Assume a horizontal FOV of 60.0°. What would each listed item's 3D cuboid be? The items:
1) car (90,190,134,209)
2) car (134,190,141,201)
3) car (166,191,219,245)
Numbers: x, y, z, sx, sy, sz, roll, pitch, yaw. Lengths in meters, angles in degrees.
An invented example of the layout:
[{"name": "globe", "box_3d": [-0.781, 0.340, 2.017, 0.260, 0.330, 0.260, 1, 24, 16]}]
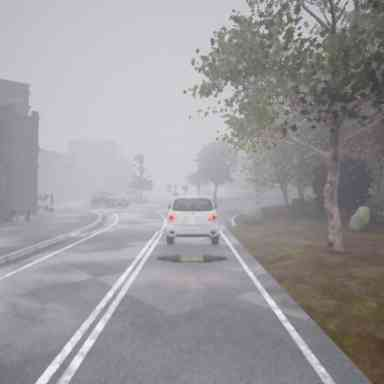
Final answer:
[{"name": "car", "box_3d": [-9.669, 0.829, 38.655, 5.566, 2.045, 2.150, 2, 1, 40]}, {"name": "car", "box_3d": [-11.296, 0.686, 57.487, 2.150, 2.045, 5.566, -1, -1, 42]}, {"name": "car", "box_3d": [0.037, 1.148, 15.390, 2.150, 2.045, 5.566, 0, 0, 0]}]
